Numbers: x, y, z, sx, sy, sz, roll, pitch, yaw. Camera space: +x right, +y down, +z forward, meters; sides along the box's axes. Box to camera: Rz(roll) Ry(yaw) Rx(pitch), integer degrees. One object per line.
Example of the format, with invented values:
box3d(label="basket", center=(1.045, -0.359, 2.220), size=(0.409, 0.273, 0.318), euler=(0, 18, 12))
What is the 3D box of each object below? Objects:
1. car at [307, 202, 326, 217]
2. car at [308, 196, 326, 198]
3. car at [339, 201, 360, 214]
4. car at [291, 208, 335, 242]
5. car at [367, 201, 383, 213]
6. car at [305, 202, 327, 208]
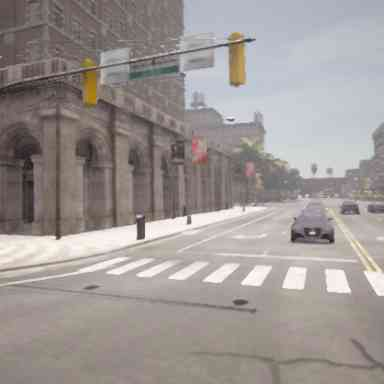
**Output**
box3d(label="car", center=(13.724, 1.865, 36.681), size=(1.837, 1.490, 4.892), euler=(-1, -1, 21))
box3d(label="car", center=(19.160, 1.752, 50.942), size=(2.033, 1.411, 5.357), euler=(-1, -1, 20))
box3d(label="car", center=(18.942, 1.841, 40.035), size=(1.837, 1.490, 4.892), euler=(-1, -1, 21))
box3d(label="car", center=(6.312, 1.740, 17.351), size=(1.994, 1.385, 4.181), euler=(-1, -1, 21))
box3d(label="car", center=(23.180, 1.848, 41.560), size=(2.033, 1.411, 5.357), euler=(-1, -1, 21))
box3d(label="car", center=(9.834, 1.789, 26.526), size=(1.812, 1.442, 4.674), euler=(-1, -1, 21))
